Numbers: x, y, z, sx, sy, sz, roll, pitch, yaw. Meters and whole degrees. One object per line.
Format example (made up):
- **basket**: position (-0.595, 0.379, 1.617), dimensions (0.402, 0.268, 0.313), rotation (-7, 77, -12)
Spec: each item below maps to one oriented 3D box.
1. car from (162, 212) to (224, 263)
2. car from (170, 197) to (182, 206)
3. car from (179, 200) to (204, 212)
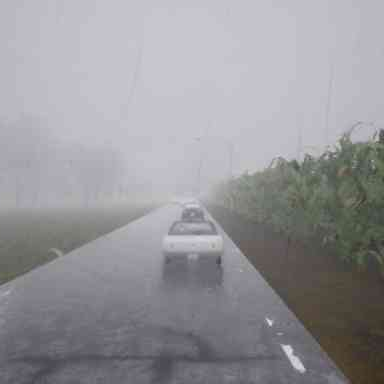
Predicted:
- **car**: position (0.047, 1.633, 12.047), dimensions (1.895, 1.301, 4.718), rotation (0, 0, 1)
- **car**: position (-2.773, 1.655, 57.868), dimensions (1.882, 1.535, 5.008), rotation (0, 0, 1)
- **car**: position (0.064, 1.604, 28.345), dimensions (1.812, 1.442, 4.674), rotation (0, 0, 0)
